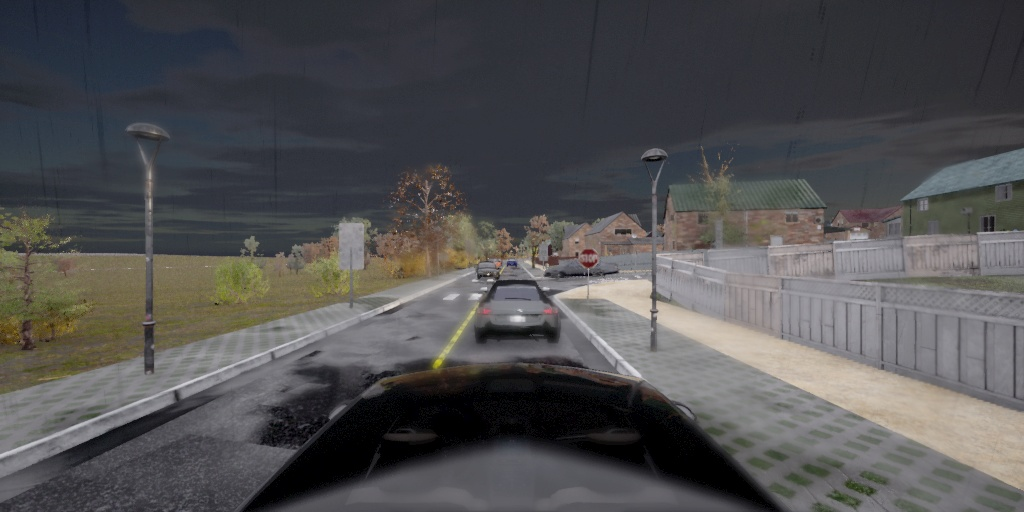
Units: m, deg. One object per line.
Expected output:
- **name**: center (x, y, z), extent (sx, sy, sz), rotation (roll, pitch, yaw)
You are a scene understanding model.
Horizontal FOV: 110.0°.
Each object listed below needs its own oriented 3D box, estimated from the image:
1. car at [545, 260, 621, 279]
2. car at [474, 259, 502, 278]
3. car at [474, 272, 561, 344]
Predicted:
- **car**: center (5.017, 0.942, 25.907), extent (5.357, 1.411, 2.033), rotation (-3, 0, 22)
- **car**: center (-2.258, 1.257, 31.555), extent (1.837, 1.490, 4.892), rotation (0, 0, -8)
- **car**: center (0.100, 1.313, 9.630), extent (1.994, 1.385, 4.181), rotation (0, 0, -1)
